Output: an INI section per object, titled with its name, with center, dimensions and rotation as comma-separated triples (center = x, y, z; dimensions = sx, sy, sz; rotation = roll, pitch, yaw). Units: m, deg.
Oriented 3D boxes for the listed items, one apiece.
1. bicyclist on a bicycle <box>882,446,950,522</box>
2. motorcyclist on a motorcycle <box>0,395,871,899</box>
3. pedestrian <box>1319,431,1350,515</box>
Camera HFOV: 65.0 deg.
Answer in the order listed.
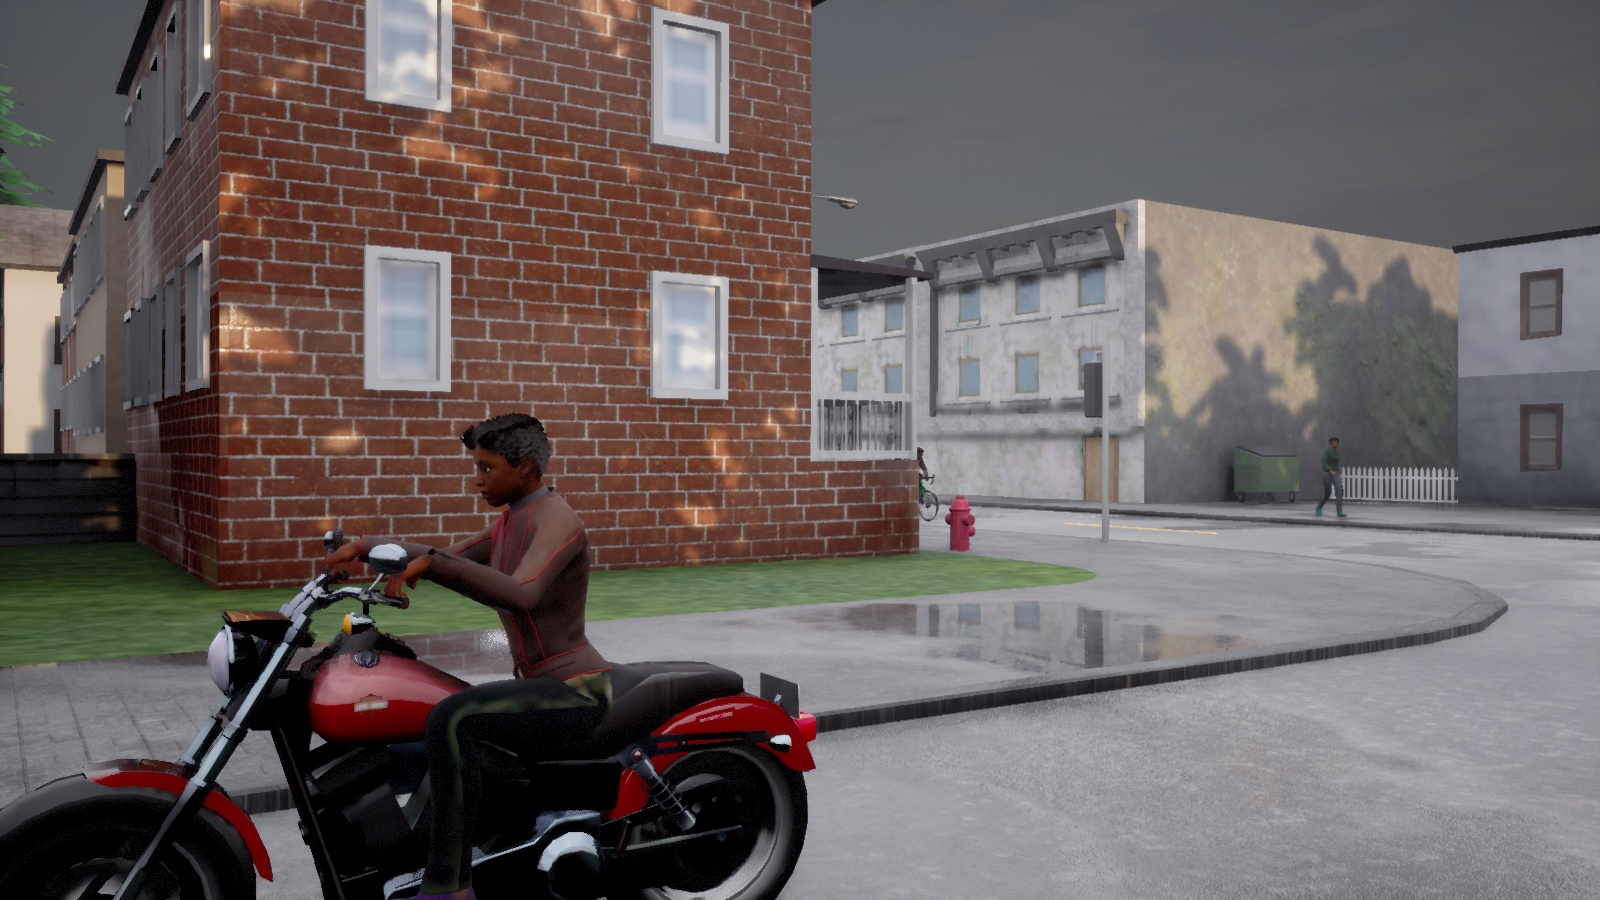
[bicyclist on a bicycle]
center = 2.567, 0.759, 27.903
dimensions = 0.582, 1.620, 1.656
rotation = 0, -2, -32
[motorcyclist on a motorcycle]
center = -1.003, 0.706, 3.468
dimensions = 2.350, 1.649, 0.766
rotation = 0, 0, -30
[pedestrian]
center = 11.834, 0.497, 27.808
dimensions = 0.353, 1.847, 0.614
rotation = 0, 0, -12
